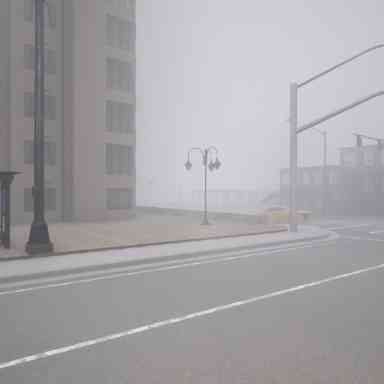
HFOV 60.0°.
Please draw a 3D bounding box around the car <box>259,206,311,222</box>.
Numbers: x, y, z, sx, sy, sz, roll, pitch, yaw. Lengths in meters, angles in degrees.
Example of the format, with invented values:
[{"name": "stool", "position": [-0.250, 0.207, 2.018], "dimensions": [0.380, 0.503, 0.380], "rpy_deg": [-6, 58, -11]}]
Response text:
[{"name": "car", "position": [8.315, 1.986, 30.203], "dimensions": [1.882, 1.535, 5.008], "rpy_deg": [0, -5, -36]}]
